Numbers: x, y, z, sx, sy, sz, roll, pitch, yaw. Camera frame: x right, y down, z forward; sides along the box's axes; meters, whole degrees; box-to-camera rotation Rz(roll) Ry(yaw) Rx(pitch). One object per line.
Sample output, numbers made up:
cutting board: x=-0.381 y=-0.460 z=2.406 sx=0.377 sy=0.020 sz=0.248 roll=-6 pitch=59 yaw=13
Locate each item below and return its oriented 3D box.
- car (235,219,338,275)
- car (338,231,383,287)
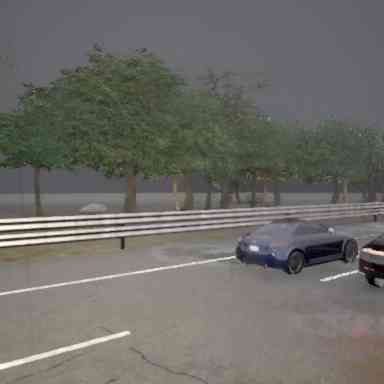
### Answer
car: x=3.366 y=1.536 z=10.443 sx=4.181 sy=1.385 sz=1.994 roll=0 pitch=0 yaw=-36
car: x=5.927 y=1.461 z=7.971 sx=4.902 sy=1.511 sz=2.128 roll=0 pitch=0 yaw=-35
